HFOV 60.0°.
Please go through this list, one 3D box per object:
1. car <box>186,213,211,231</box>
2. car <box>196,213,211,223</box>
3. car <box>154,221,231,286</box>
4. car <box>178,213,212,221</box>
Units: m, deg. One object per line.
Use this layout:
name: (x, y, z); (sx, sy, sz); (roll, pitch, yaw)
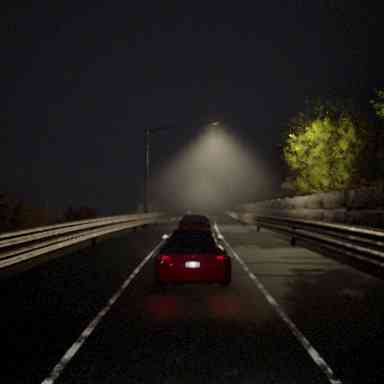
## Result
car: (0.651, 2.706, 30.465); (2.033, 1.411, 5.357); (0, -3, 3)
car: (1.593, 3.572, 45.737); (1.895, 1.301, 4.718); (0, -3, 4)
car: (0.029, 1.776, 10.001); (1.994, 1.385, 4.181); (0, -2, 0)
car: (0.185, 2.084, 19.903); (1.882, 1.535, 5.008); (0, -3, 1)
